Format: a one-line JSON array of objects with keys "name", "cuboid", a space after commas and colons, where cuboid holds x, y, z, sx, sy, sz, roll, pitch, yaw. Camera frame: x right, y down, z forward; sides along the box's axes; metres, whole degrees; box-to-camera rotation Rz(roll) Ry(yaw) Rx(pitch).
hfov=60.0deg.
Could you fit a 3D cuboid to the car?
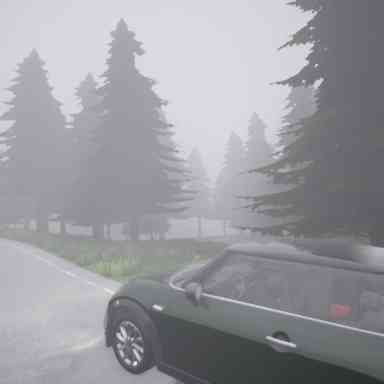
[{"name": "car", "cuboid": [0.966, 1.346, 3.979, 4.553, 1.767, 2.097, 1, 1, 39]}]
